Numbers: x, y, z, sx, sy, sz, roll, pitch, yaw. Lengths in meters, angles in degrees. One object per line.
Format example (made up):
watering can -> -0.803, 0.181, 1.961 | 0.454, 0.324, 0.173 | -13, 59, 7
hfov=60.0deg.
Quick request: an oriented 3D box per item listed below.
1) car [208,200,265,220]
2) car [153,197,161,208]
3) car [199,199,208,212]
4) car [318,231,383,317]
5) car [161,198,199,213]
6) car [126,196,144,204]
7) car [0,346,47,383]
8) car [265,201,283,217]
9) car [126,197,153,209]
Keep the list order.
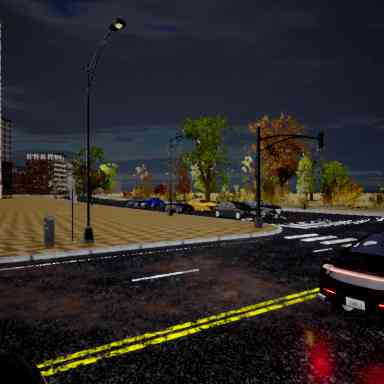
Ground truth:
car -> 3.787, 1.565, 29.241 | 1.837, 1.490, 4.892 | 0, 0, -32
car -> -5.872, 1.578, 51.346 | 1.882, 1.535, 5.008 | 0, 0, -30
car -> 1.104, 1.550, 39.769 | 1.882, 1.535, 5.008 | 0, 0, -32
car -> 4.502, 1.491, 6.453 | 4.902, 1.511, 2.128 | 0, 0, -34
car -> -1.427, 1.648, 37.675 | 1.994, 1.385, 4.181 | 0, 0, -32
car -> -11.952, 1.665, 68.866 | 2.033, 1.411, 5.357 | 0, 0, -29
car -> -3.082, 1.492, 1.210 | 4.902, 1.511, 2.128 | 0, 0, -35
car -> 6.334, 1.541, 31.300 | 2.128, 1.511, 4.902 | 0, 0, -32
car -> -8.137, 1.598, 48.779 | 2.128, 1.511, 4.902 | 0, 1, -31
